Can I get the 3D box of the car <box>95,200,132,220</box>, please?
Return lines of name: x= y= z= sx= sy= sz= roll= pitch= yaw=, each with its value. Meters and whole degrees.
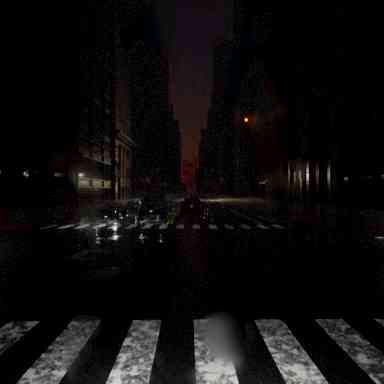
car: x=-6.617 y=1.588 z=27.860 sx=1.895 sy=1.301 sz=4.718 roll=0 pitch=0 yaw=1

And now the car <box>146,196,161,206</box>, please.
car: x=-6.558 y=1.503 z=57.039 sx=2.033 sy=1.411 sz=5.357 roll=0 pitch=0 yaw=0

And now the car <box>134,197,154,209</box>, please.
car: x=-6.591 y=1.462 z=46.384 sx=2.128 sy=1.511 sz=4.902 roll=0 pitch=0 yaw=0

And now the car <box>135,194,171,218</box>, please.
car: x=-3.349 y=1.207 z=29.905 sx=2.150 sy=2.045 sz=5.566 roll=0 pitch=0 yaw=0

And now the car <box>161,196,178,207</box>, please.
car: x=-3.331 y=1.457 z=50.421 sx=2.128 sy=1.511 sz=4.902 roll=0 pitch=0 yaw=0

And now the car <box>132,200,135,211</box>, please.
car: x=-6.598 y=1.580 z=36.975 sx=1.895 sy=1.301 sz=4.718 roll=0 pitch=0 yaw=0

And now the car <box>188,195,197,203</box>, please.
car: x=0.101 y=1.431 z=70.289 sx=1.837 sy=1.490 sz=4.892 roll=0 pitch=0 yaw=0

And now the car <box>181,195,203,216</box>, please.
car: x=0.023 y=1.335 z=32.136 sx=2.097 sy=1.767 sz=4.553 roll=0 pitch=0 yaw=1

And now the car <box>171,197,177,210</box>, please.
car: x=-3.346 y=1.469 z=39.999 sx=2.128 sy=1.511 sz=4.902 roll=0 pitch=0 yaw=0
